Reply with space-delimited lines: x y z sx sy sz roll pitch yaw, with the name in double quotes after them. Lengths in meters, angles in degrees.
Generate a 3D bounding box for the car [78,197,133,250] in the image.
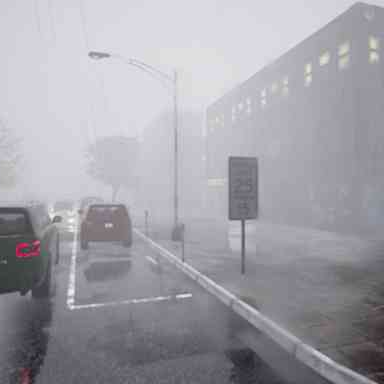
-3.821 1.314 14.438 2.192 1.841 5.009 1 0 -19 "car"

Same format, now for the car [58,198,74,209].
-17.786 1.592 47.058 1.895 1.301 4.718 0 0 -19 "car"

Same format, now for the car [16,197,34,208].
-24.207 1.513 48.294 1.752 1.417 4.829 1 0 -19 "car"

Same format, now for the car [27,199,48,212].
-18.725 1.593 40.513 1.895 1.301 4.718 0 0 -19 "car"

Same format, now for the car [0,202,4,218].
-17.114 1.560 27.466 1.947 1.339 4.313 1 0 -19 "car"

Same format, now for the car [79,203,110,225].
-7.398 1.549 24.932 2.008 1.369 4.403 1 0 -19 "car"

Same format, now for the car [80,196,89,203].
-21.749 1.508 67.070 1.752 1.417 4.829 1 0 -19 "car"

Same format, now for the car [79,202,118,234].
-5.609 1.439 19.685 1.967 1.590 4.097 1 0 -19 "car"

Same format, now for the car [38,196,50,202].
-33.198 1.524 74.690 2.008 1.369 4.403 1 0 -19 "car"

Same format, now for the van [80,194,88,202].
-25.267 1.318 77.405 1.690 1.788 3.998 1 0 -19 "van"

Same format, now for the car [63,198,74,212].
-14.538 1.472 37.691 1.882 1.535 5.008 0 0 -18 "car"

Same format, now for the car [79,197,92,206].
-18.120 1.540 56.415 2.008 1.369 4.403 1 0 -19 "car"

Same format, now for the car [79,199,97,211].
-12.760 1.561 40.674 1.947 1.339 4.313 1 0 -19 "car"

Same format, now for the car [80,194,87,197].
-9.182 1.312 30.181 2.192 1.841 5.009 1 0 -19 "car"

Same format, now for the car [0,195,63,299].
-4.555 1.220 8.214 2.150 2.045 5.566 0 0 -19 "car"

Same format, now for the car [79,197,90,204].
-19.908 1.568 61.662 1.802 1.307 4.206 1 0 -19 "car"

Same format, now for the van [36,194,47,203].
-31.408 1.318 69.443 1.690 1.788 3.998 1 0 -19 "van"
